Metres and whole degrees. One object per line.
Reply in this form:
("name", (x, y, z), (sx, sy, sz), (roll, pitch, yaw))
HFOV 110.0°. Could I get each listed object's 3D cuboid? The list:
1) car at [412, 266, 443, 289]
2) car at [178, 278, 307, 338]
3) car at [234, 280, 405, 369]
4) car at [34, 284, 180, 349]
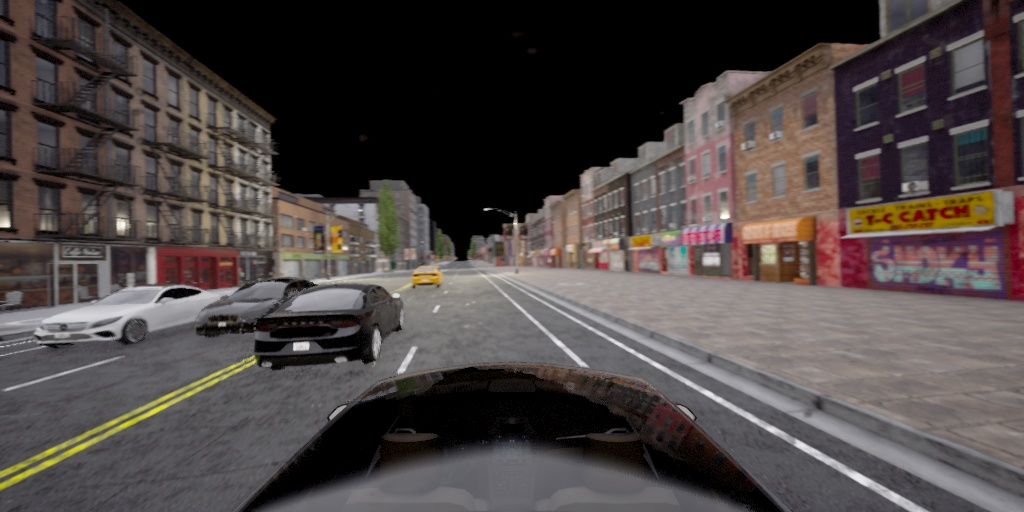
("car", (-6.142, 1.483, 26.444), (1.882, 1.535, 5.008), (-2, 0, -7))
("car", (-7.671, 1.502, 11.507), (1.837, 1.490, 4.892), (-2, 0, -7))
("car", (-3.785, 1.353, 8.349), (1.882, 1.535, 5.008), (-2, 0, -7))
("car", (-10.843, 1.610, 10.713), (1.812, 1.442, 4.674), (-2, 0, -7))
